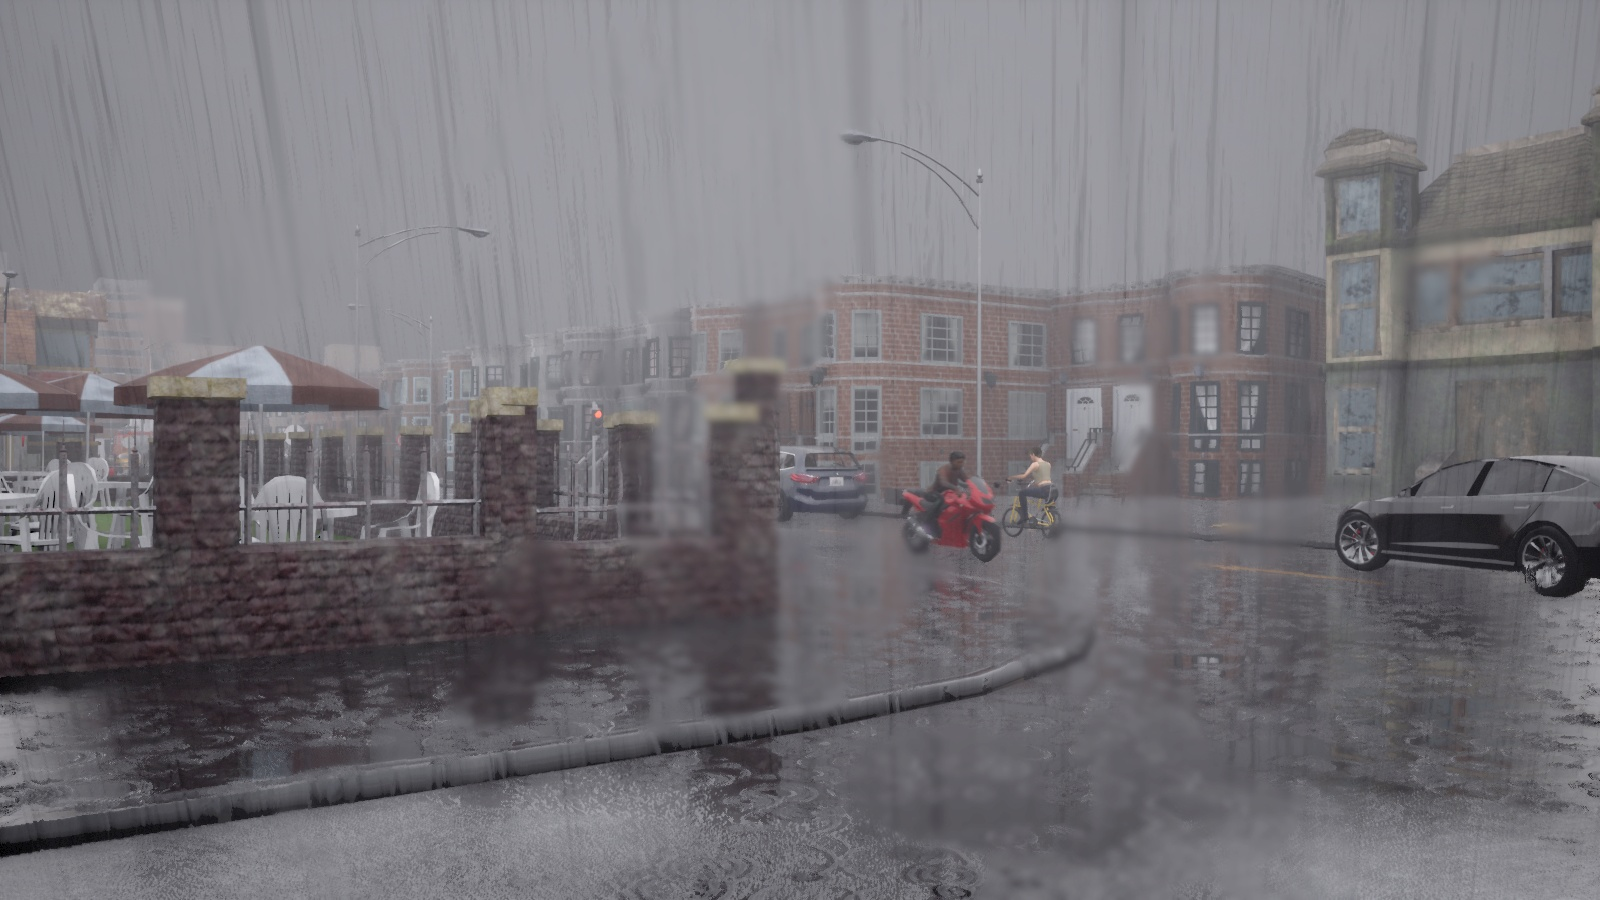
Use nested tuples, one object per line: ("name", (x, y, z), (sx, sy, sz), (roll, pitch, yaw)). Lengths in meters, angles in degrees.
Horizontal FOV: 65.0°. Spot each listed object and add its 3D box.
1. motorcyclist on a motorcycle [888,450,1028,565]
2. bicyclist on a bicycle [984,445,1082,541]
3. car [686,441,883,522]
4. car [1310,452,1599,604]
("motorcyclist on a motorcycle", (2.185, 0.765, 17.662), (0.797, 1.523, 2.044), (0, 0, -35))
("bicyclist on a bicycle", (4.062, 0.726, 21.936), (0.866, 1.612, 1.509), (0, 0, -34))
("car", (-0.451, 0.660, 28.472), (2.242, 1.667, 4.611), (0, 0, -35))
("car", (8.401, 0.764, 14.686), (2.163, 1.488, 4.792), (0, 0, -12))
